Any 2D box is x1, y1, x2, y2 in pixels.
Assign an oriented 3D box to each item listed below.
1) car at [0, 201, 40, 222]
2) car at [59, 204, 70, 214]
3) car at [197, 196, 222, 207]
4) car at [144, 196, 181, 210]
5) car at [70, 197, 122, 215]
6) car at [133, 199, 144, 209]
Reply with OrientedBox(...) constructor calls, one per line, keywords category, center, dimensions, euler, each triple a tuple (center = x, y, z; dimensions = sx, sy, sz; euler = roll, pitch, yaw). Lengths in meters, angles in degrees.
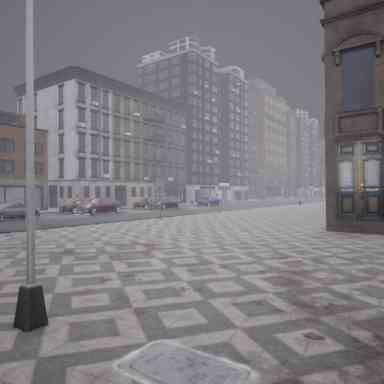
OrientedBox(category="car", center=(-14.279, 1.550, 26.233), dimensions=(1.994, 1.385, 4.181), euler=(-1, 0, 35))
OrientedBox(category="car", center=(-11.666, 1.471, 35.521), dimensions=(1.882, 1.535, 5.008), euler=(-1, 0, 35))
OrientedBox(category="car", center=(2.637, 1.402, 49.963), dimensions=(1.882, 1.535, 5.008), euler=(-1, 0, 36))
OrientedBox(category="car", center=(-3.369, 1.299, 41.579), dimensions=(2.097, 1.767, 4.553), euler=(-1, 0, 35))
OrientedBox(category="car", center=(-9.287, 1.320, 33.263), dimensions=(2.097, 1.767, 4.553), euler=(-1, 0, 35))
OrientedBox(category="car", center=(-5.605, 1.449, 44.039), dimensions=(1.882, 1.535, 5.008), euler=(-1, 0, 36))
